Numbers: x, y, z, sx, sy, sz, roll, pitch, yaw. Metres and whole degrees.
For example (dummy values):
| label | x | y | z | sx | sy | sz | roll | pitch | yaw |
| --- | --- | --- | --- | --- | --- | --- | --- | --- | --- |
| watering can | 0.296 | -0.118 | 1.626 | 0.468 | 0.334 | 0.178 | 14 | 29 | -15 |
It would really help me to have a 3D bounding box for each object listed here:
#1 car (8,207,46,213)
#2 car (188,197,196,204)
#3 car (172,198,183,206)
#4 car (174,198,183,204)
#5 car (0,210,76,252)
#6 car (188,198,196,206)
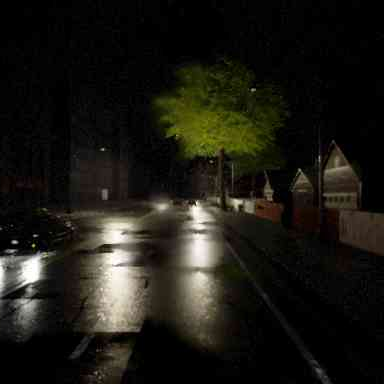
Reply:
| label | x | y | z | sx | sy | sz | roll | pitch | yaw |
| --- | --- | --- | --- | --- | --- | --- | --- | --- | --- |
| car | -9.793 | 1.676 | 19.542 | 1.837 | 1.490 | 4.892 | 0 | -1 | 0 |
| car | -0.025 | 2.116 | 82.000 | 1.882 | 1.535 | 5.008 | 0 | -1 | 0 |
| car | -3.271 | 2.284 | 71.854 | 1.895 | 1.301 | 4.718 | 0 | -1 | 0 |
| car | -3.274 | 2.190 | 81.998 | 1.994 | 1.385 | 4.181 | 0 | -1 | 0 |
| car | -6.577 | 1.687 | 14.318 | 1.994 | 1.385 | 4.181 | 0 | -1 | 0 |
| car | -0.021 | 2.227 | 71.564 | 2.033 | 1.411 | 5.357 | 0 | -1 | 0 |
